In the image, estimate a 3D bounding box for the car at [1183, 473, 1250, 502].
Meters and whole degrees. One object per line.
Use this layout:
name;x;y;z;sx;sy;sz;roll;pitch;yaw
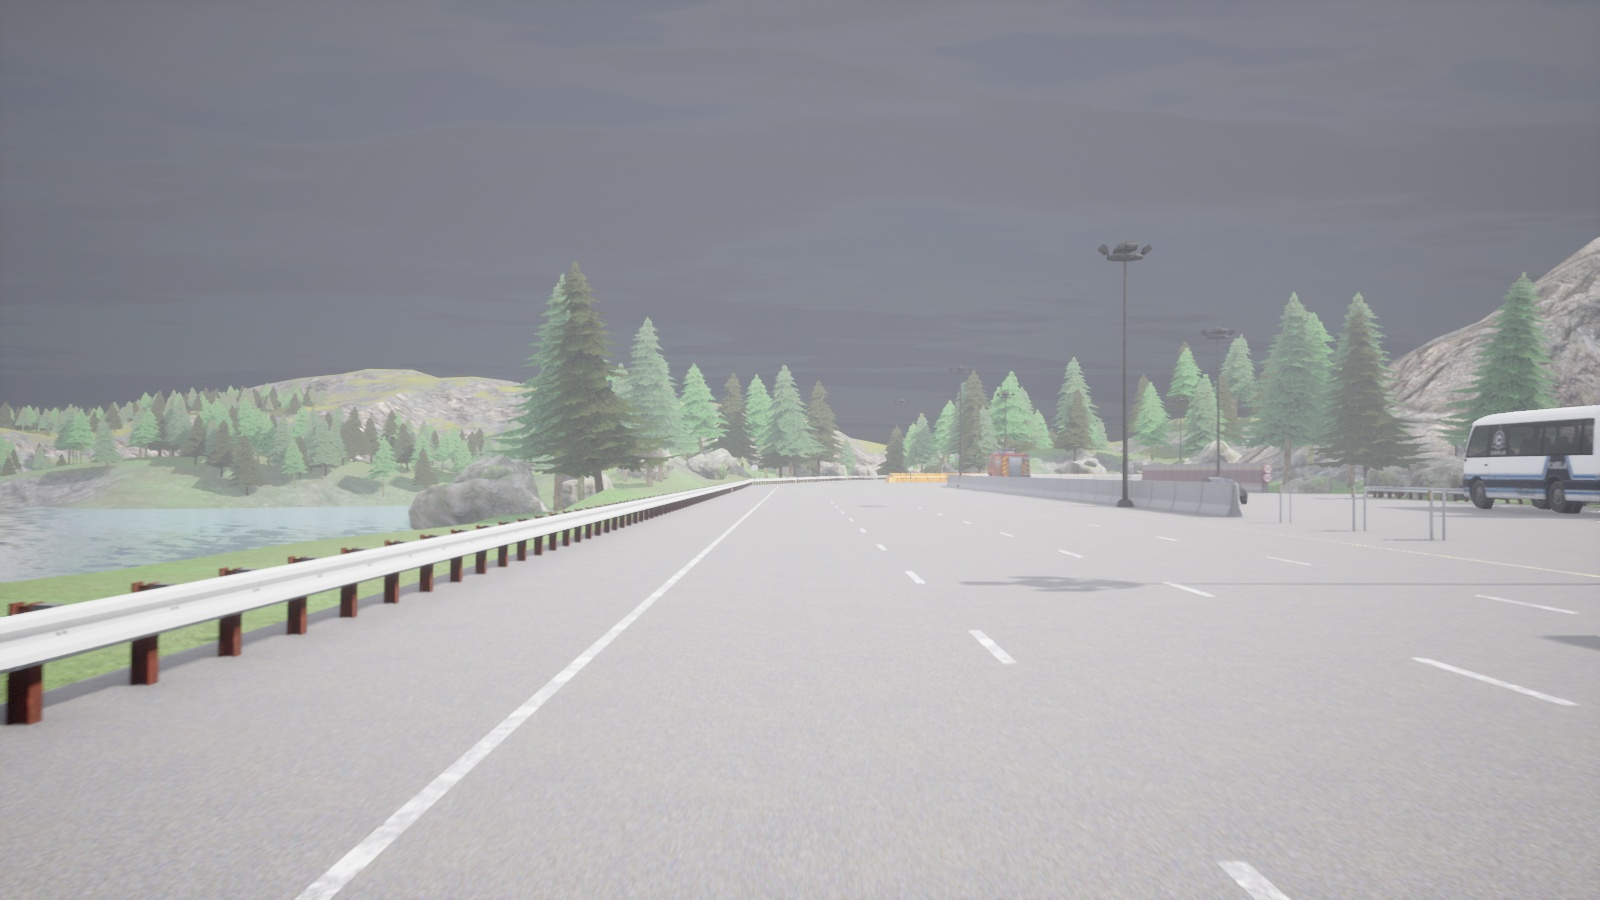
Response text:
car;20.852;1.851;63.056;1.994;1.385;4.181;0;-1;0

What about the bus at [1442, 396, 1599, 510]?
bus;31.371;0.188;52.298;3.944;4.253;10.273;0;-1;0
